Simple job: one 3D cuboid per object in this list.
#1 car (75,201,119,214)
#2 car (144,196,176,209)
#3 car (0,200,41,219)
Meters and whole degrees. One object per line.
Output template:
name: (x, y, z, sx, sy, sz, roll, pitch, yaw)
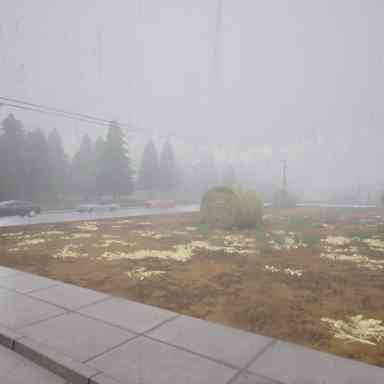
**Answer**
car: (-10.370, 1.626, 36.557, 1.895, 1.301, 4.718, 0, 0, 37)
car: (-4.281, 1.377, 44.753, 2.097, 1.767, 4.553, 0, 0, 37)
car: (-15.847, 1.530, 29.164, 1.837, 1.490, 4.892, 0, 0, 37)
